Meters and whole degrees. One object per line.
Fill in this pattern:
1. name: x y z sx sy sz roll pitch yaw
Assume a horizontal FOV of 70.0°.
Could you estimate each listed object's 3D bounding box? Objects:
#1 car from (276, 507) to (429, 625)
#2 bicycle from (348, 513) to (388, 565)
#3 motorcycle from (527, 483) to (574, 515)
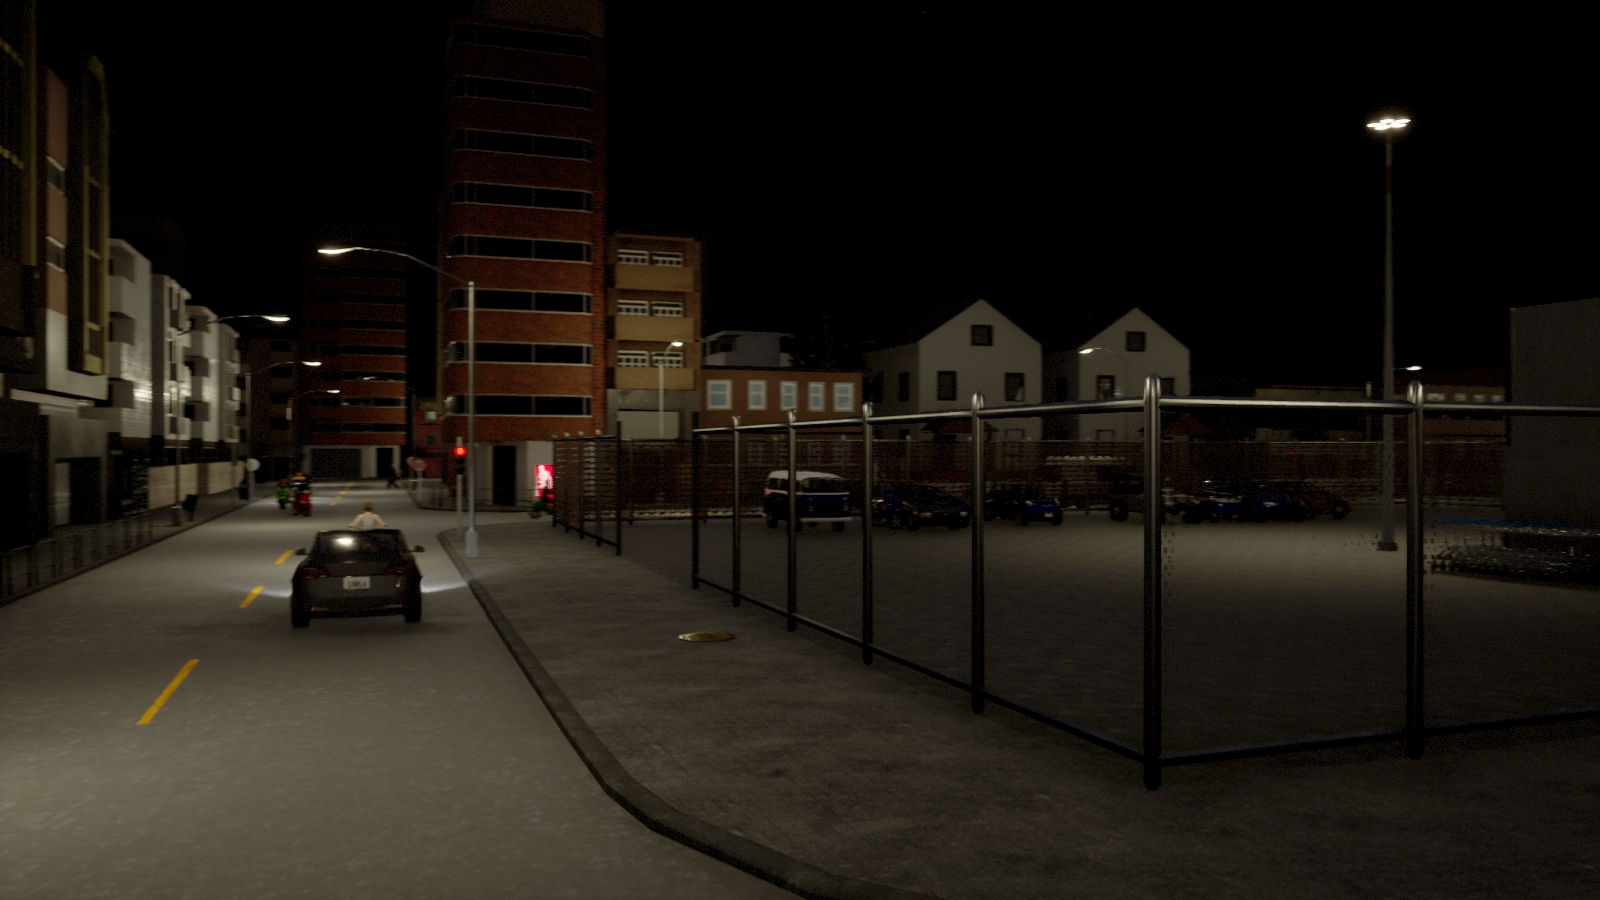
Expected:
1. car: -7.571 1.852 19.587 2.163 1.488 4.792 0 0 -20
2. bicycle: -10.003 2.048 26.470 0.859 1.080 1.487 0 0 -20
3. motorcycle: -10.152 1.985 46.473 1.805 1.236 0.856 0 -1 -16
